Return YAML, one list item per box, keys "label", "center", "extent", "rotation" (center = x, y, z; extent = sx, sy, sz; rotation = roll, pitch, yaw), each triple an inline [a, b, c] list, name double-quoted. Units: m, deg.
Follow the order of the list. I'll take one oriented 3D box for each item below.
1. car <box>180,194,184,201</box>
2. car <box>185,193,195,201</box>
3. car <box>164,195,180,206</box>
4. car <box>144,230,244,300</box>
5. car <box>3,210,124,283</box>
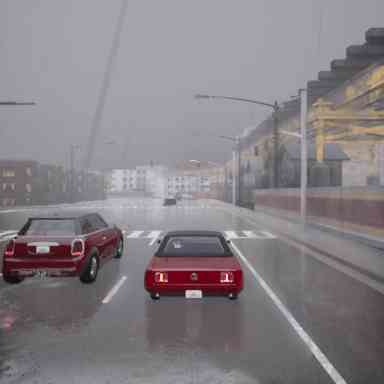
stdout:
- label: "car"
  center: [-3.627, 1.488, 81.186]
  extent: [1.837, 1.490, 4.892]
  rotation: [0, 0, 0]
- label: "car"
  center: [-0.167, 1.579, 87.241]
  extent: [1.895, 1.301, 4.718]
  rotation: [0, 0, -3]
- label: "car"
  center: [-3.539, 1.469, 55.656]
  extent: [1.882, 1.535, 5.008]
  rotation: [0, 0, 1]
- label: "car"
  center: [0.051, 1.600, 8.365]
  extent: [1.895, 1.301, 4.718]
  rotation: [0, 0, 0]
- label: "car"
  center: [-3.444, 1.351, 9.837]
  extent: [2.097, 1.767, 4.553]
  rotation: [0, 0, 0]
